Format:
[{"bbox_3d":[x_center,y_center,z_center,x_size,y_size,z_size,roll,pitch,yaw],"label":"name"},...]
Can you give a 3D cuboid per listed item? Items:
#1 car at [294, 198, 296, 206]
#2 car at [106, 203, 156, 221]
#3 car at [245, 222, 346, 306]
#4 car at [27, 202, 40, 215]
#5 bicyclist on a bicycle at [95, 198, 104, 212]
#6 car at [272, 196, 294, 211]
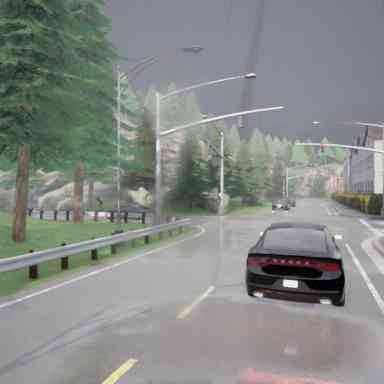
[{"bbox_3d":[14.616,1.352,50.718,2.097,1.767,4.553,0,0,21],"label":"car"},{"bbox_3d":[-4.916,1.578,27.184,4.181,1.385,1.994,0,0,20],"label":"car"},{"bbox_3d":[2.621,1.478,8.224,1.882,1.535,5.008,0,0,21],"label":"car"},{"bbox_3d":[-16.732,1.366,31.517,4.553,1.767,2.097,0,0,20],"label":"car"},{"bbox_3d":[-10.205,1.417,36.637,0.582,1.620,1.656,-2,5,20],"label":"bicyclist on a bicycle"},{"bbox_3d":[11.165,1.491,41.555,2.128,1.511,4.902,0,0,21],"label":"car"}]
